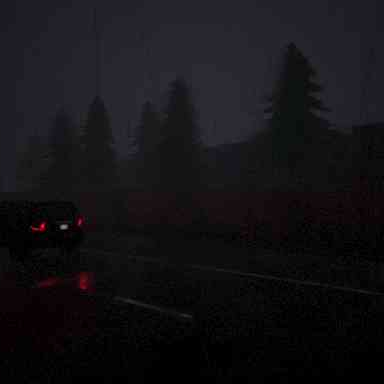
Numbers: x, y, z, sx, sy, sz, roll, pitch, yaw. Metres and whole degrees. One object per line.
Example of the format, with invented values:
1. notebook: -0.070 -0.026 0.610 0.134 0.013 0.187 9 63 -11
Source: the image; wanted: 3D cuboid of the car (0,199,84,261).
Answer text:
1. car: -6.557 1.315 12.951 5.566 2.045 2.150 -1 0 36
